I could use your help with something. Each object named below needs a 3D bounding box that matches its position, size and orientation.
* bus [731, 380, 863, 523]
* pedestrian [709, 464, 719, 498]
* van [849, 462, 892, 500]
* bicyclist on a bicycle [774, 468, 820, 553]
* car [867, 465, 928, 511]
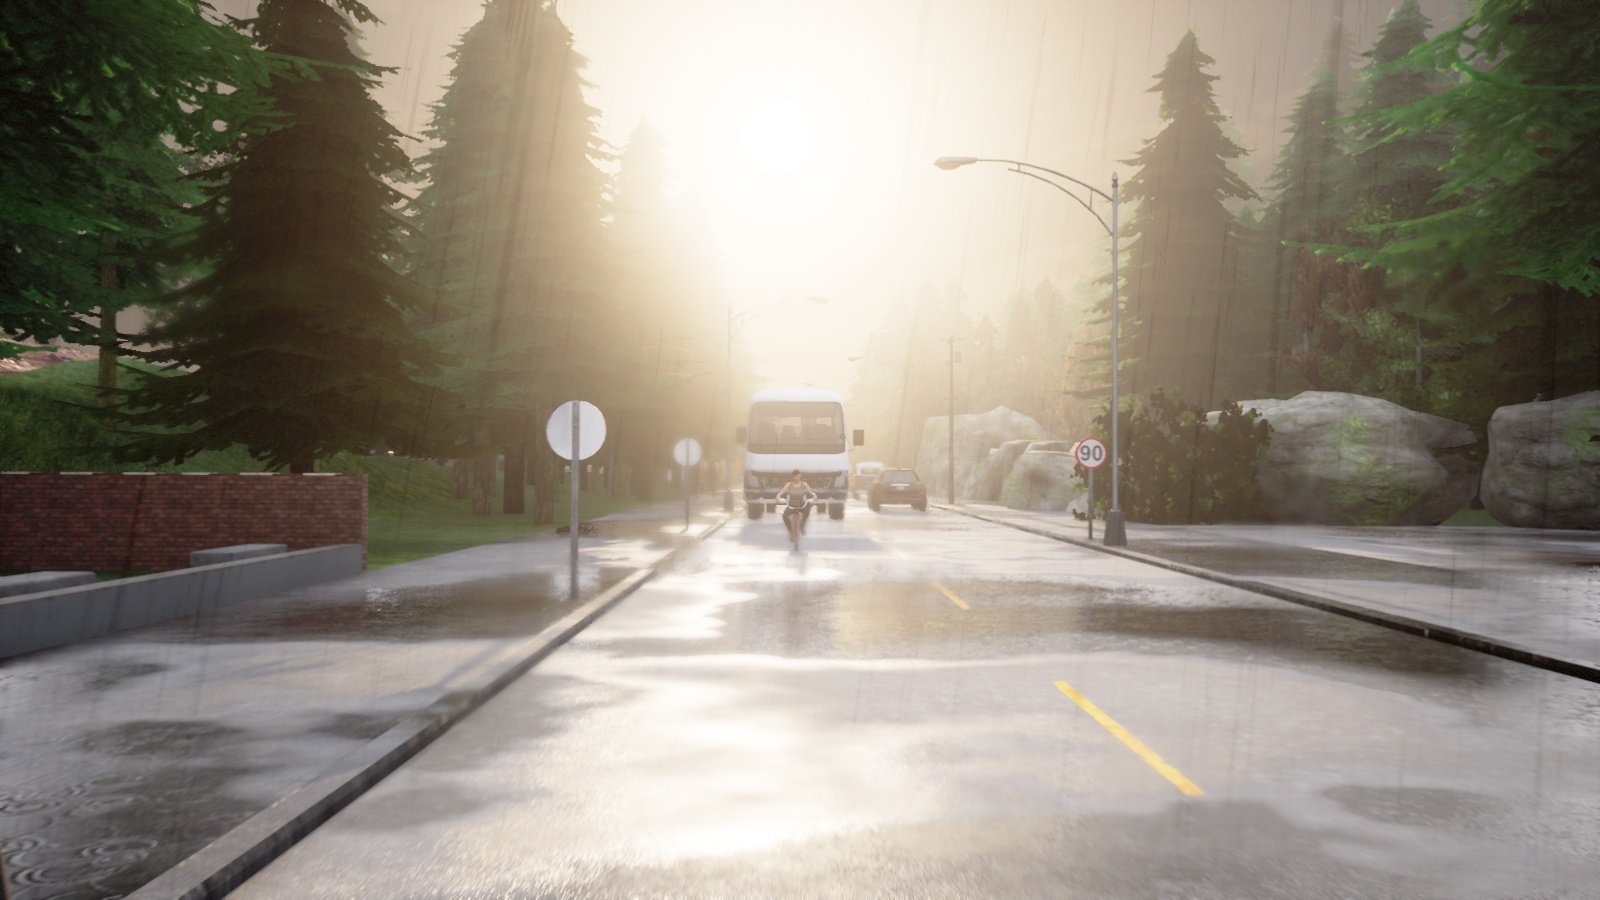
[{"bbox_3d":[-0.105,0.154,42.742,3.944,4.253,10.273,0,-1,0],"label":"bus"},{"bbox_3d":[-4.684,1.683,68.109,0.431,1.840,0.703,0,-1,4],"label":"pedestrian"},{"bbox_3d":[3.869,1.688,69.564,2.069,2.038,4.480,0,-1,0],"label":"van"},{"bbox_3d":[-0.057,1.162,24.555,0.866,1.612,1.509,0,-1,0],"label":"bicyclist on a bicycle"},{"bbox_3d":[3.891,1.509,50.856,2.097,1.767,4.553,0,-1,0],"label":"car"}]
